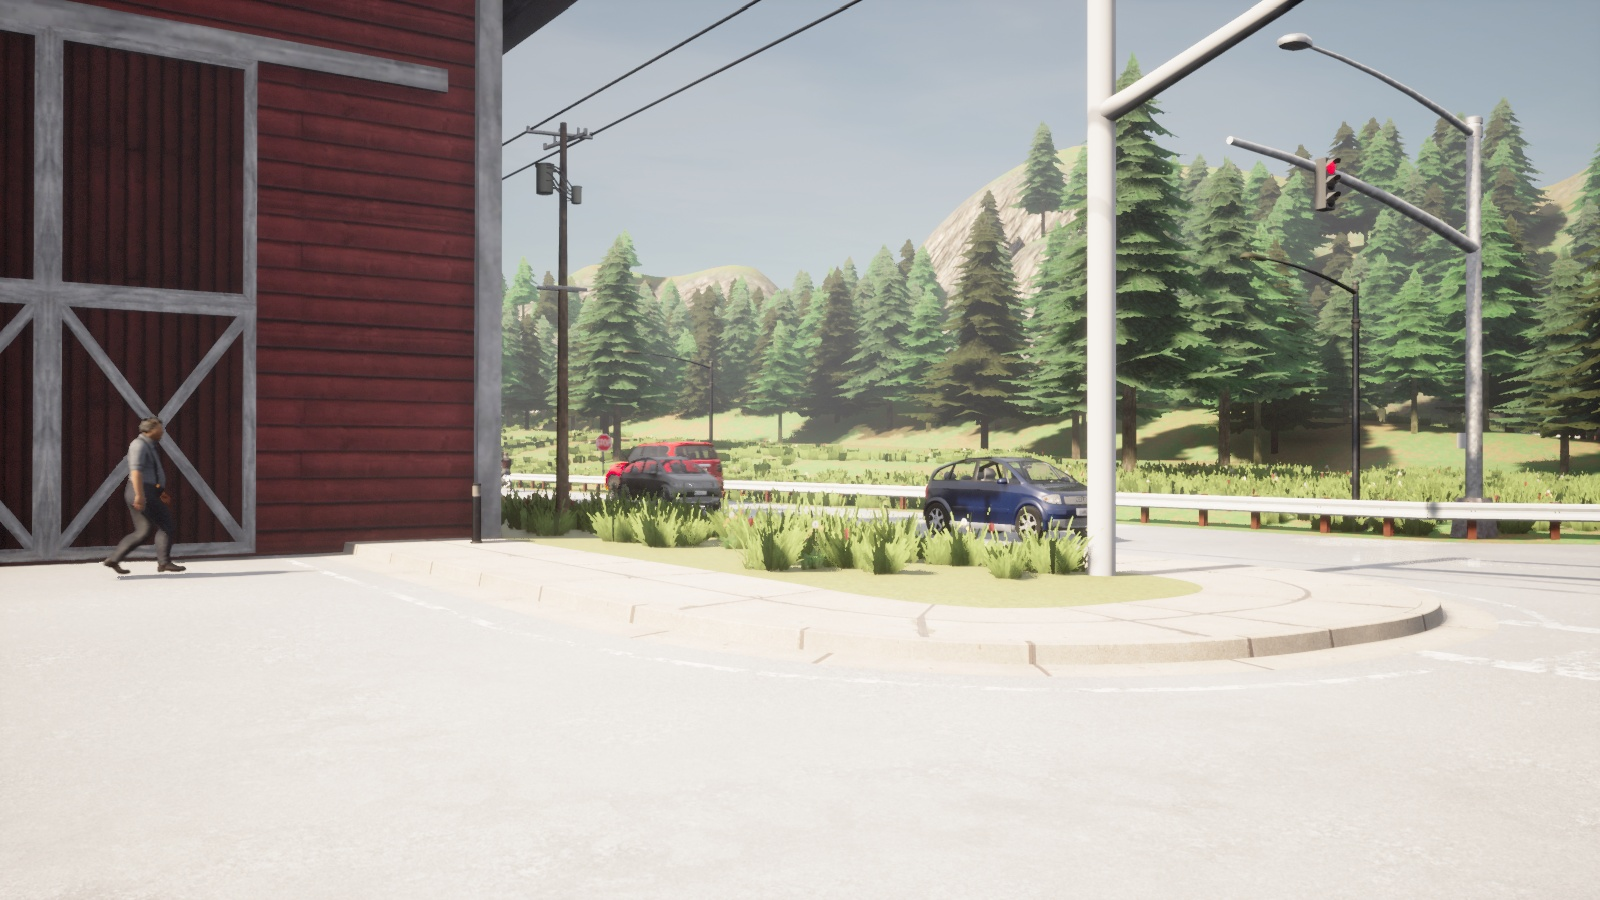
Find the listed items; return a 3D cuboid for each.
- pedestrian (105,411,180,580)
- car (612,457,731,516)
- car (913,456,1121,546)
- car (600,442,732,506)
[{"bbox_3d":[-7.380,0.502,14.111,0.694,1.848,0.540,0,0,-22],"label":"pedestrian"},{"bbox_3d":[-3.647,0.981,35.105,1.789,1.549,3.705,0,0,-34],"label":"car"},{"bbox_3d":[4.007,0.891,23.679,1.789,1.549,3.705,0,0,-34],"label":"car"},{"bbox_3d":[-4.675,0.772,42.930,2.150,2.045,5.566,0,0,-34],"label":"car"}]
